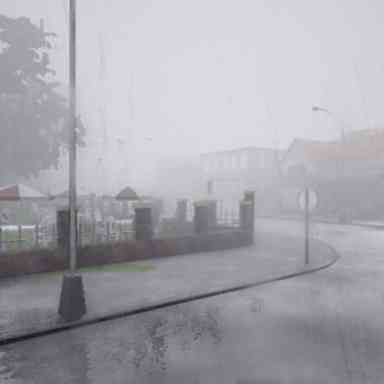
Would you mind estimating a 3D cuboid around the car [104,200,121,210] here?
[{"bbox_3d":[-10.108,1.610,41.632,1.895,1.301,4.718,0,0,-35],"label":"car"}]
